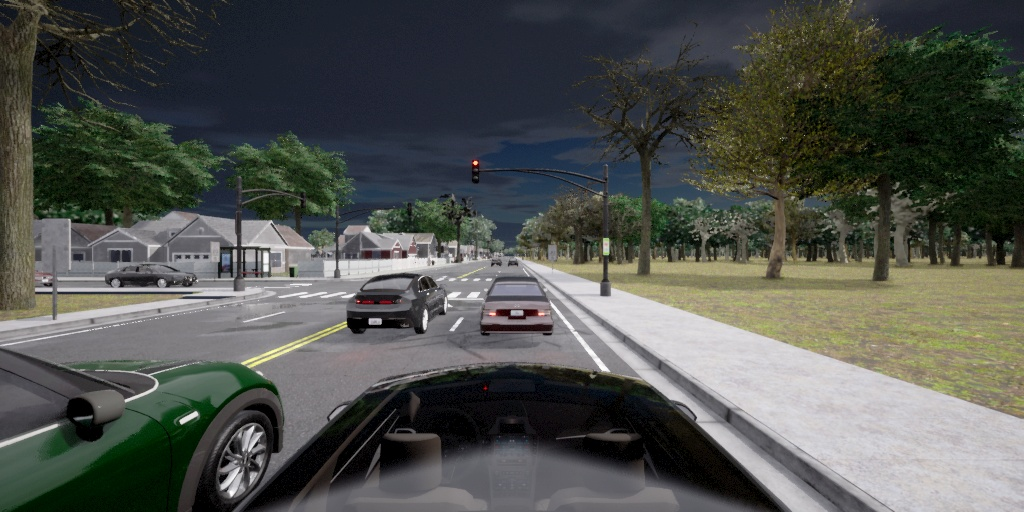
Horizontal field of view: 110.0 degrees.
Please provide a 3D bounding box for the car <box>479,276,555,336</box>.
[{"bbox_3d":[0.114,1.297,10.392,2.033,1.411,5.357,0,0,0],"label":"car"}]

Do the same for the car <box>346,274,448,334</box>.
[{"bbox_3d":[-3.143,1.254,10.643,1.837,1.490,4.892,0,0,0],"label":"car"}]

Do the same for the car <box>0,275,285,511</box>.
[{"bbox_3d":[-3.148,1.102,1.446,2.097,1.767,4.553,0,0,0],"label":"car"}]

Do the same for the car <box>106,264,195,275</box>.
[{"bbox_3d":[-22.909,1.285,22.879,4.892,1.490,1.837,0,0,0],"label":"car"}]

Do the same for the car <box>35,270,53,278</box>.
[{"bbox_3d":[-32.197,1.322,22.956,4.674,1.442,1.812,0,0,0],"label":"car"}]
